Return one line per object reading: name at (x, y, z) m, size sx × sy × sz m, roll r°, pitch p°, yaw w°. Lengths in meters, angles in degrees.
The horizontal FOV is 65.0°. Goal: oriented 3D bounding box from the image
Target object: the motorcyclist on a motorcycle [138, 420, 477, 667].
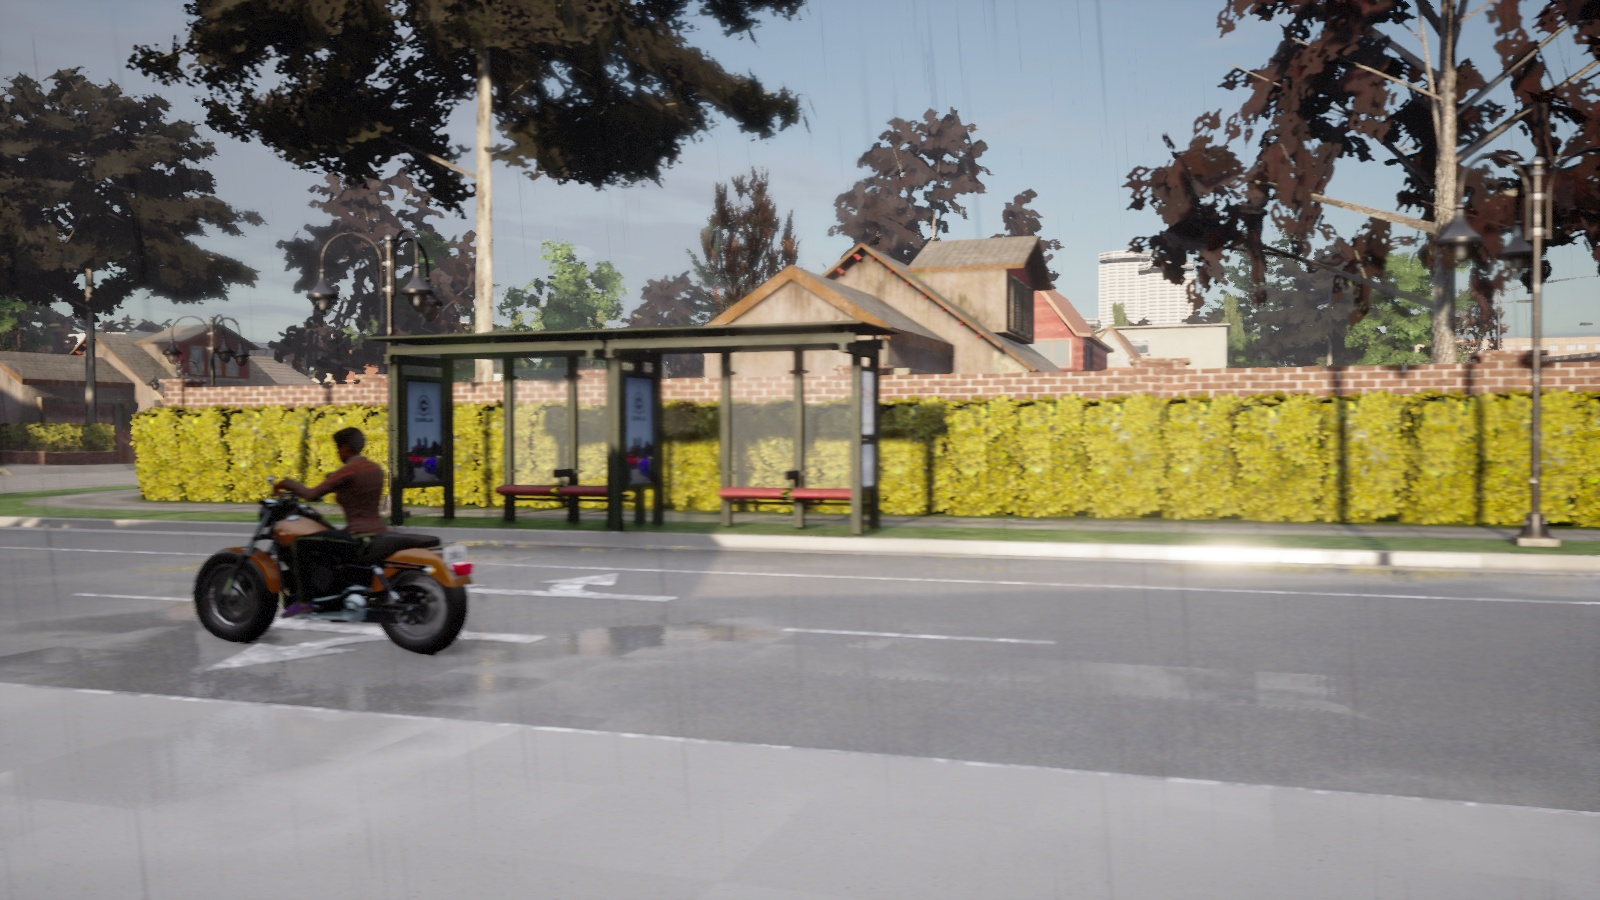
motorcyclist on a motorcycle at (-3.587, 0.616, 9.147) m, size 2.350 × 1.649 × 0.766 m, roll 0°, pitch 1°, yaw 19°
